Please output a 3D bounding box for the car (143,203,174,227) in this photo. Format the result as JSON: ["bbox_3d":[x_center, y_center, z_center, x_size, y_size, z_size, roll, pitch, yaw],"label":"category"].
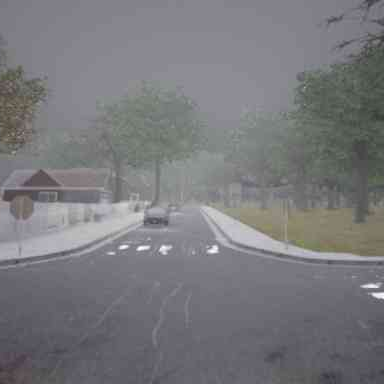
[{"bbox_3d":[-2.739,1.920,26.918,1.882,1.535,5.008,0,-1,0],"label":"car"}]

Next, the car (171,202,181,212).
[{"bbox_3d":[-2.730,2.343,52.298,2.128,1.511,4.902,0,-1,0],"label":"car"}]
